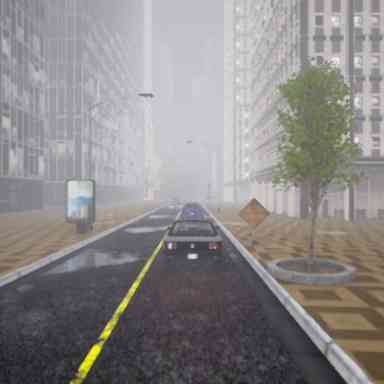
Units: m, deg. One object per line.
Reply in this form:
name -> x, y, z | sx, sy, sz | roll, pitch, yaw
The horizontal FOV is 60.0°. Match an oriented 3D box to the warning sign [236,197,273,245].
warning sign -> 2.518, 1.160, 13.527 | 1.300, 1.860, 1.060 | 0, 0, 0

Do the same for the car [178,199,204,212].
car -> 0.051, 1.579, 28.926 | 1.882, 1.535, 5.008 | 0, 0, 0

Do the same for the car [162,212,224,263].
car -> 0.039, 1.640, 12.132 | 1.895, 1.301, 4.718 | 0, 0, 0

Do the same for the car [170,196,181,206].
car -> -2.801, 1.580, 59.105 | 2.097, 1.767, 4.553 | 0, 0, 1
